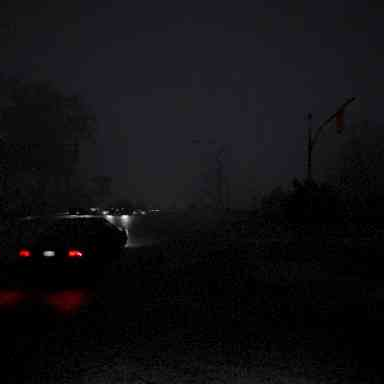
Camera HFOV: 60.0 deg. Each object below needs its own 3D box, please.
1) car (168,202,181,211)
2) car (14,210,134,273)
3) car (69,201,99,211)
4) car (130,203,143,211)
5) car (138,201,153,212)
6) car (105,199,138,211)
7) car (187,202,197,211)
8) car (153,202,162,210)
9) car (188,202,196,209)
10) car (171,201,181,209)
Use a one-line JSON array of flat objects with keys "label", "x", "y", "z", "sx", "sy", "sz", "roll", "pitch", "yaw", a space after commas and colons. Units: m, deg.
[{"label": "car", "x": -3.507, "y": 2.878, "z": 63.327, "sx": 1.895, "sy": 1.301, "sz": 4.718, "roll": 0, "pitch": -3, "yaw": 0}, {"label": "car", "x": -3.403, "y": 1.509, "z": 10.435, "sx": 2.033, "sy": 1.411, "sz": 5.357, "roll": 0, "pitch": 0, "yaw": 0}, {"label": "car", "x": -10.622, "y": 1.567, "z": 33.055, "sx": 2.033, "sy": 1.411, "sz": 5.357, "roll": 0, "pitch": -1, "yaw": -4}, {"label": "car", "x": -10.509, "y": 2.803, "z": 63.278, "sx": 1.812, "sy": 1.442, "sz": 4.674, "roll": 0, "pitch": -3, "yaw": 0}, {"label": "car", "x": -7.081, "y": 2.009, "z": 46.044, "sx": 2.033, "sy": 1.411, "sz": 5.357, "roll": 0, "pitch": -3, "yaw": 0}, {"label": "car", "x": -7.095, "y": 1.544, "z": 33.964, "sx": 1.837, "sy": 1.490, "sz": 4.892, "roll": 0, "pitch": -1, "yaw": 0}, {"label": "car", "x": -0.007, "y": 2.760, "z": 62.886, "sx": 1.837, "sy": 1.490, "sz": 4.892, "roll": 0, "pitch": -3, "yaw": 0}, {"label": "car", "x": -7.009, "y": 2.636, "z": 63.455, "sx": 2.097, "sy": 1.767, "sz": 4.553, "roll": 0, "pitch": -3, "yaw": 0}, {"label": "car", "x": -0.008, "y": 3.059, "z": 73.322, "sx": 1.882, "sy": 1.535, "sz": 5.008, "roll": 0, "pitch": -3, "yaw": 0}, {"label": "car", "x": -3.508, "y": 2.935, "z": 73.297, "sx": 2.097, "sy": 1.767, "sz": 4.553, "roll": 0, "pitch": -3, "yaw": 0}]
